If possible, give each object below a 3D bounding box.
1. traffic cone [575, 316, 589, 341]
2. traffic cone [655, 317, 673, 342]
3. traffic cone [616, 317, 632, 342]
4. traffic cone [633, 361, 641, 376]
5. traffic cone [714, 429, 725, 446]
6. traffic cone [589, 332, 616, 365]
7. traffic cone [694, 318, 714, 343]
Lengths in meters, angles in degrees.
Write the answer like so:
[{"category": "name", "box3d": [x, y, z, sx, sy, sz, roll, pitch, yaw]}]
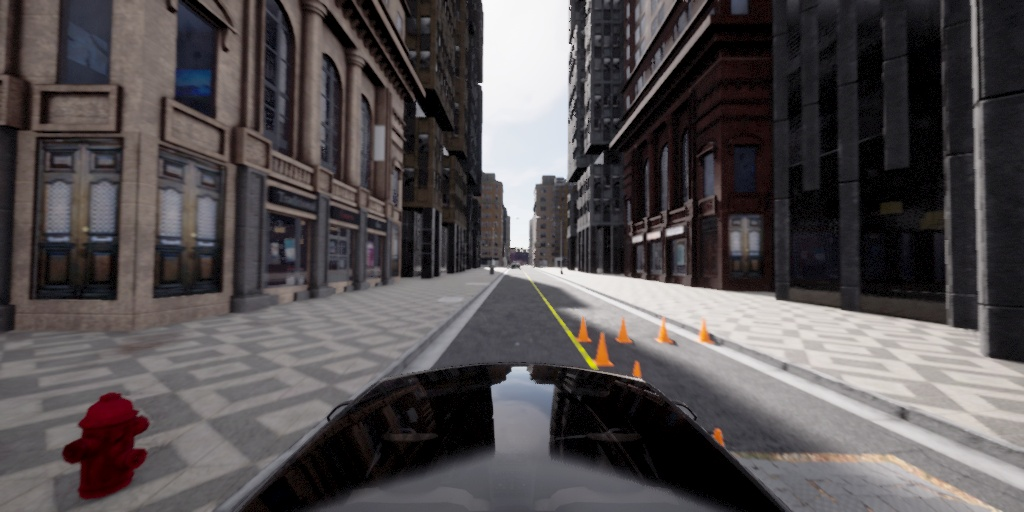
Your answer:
[{"category": "traffic cone", "box3d": [1.777, 1.806, 8.971, 0.340, 0.580, 0.340, 0, 0, 1]}, {"category": "traffic cone", "box3d": [3.777, 1.825, 8.948, 0.340, 0.580, 0.340, 0, 0, 1]}, {"category": "traffic cone", "box3d": [2.777, 1.815, 8.959, 0.340, 0.580, 0.340, 0, 0, 1]}, {"category": "traffic cone", "box3d": [1.731, 1.759, 4.972, 0.340, 0.580, 0.340, 0, 0, 1]}, {"category": "traffic cone", "box3d": [1.707, 1.736, 2.972, 0.340, 0.580, 0.340, 0, 0, 1]}, {"category": "traffic cone", "box3d": [1.754, 1.782, 6.972, 0.340, 0.580, 0.340, 0, 0, 1]}, {"category": "traffic cone", "box3d": [4.777, 1.835, 8.936, 0.340, 0.580, 0.340, 0, 0, 1]}]
